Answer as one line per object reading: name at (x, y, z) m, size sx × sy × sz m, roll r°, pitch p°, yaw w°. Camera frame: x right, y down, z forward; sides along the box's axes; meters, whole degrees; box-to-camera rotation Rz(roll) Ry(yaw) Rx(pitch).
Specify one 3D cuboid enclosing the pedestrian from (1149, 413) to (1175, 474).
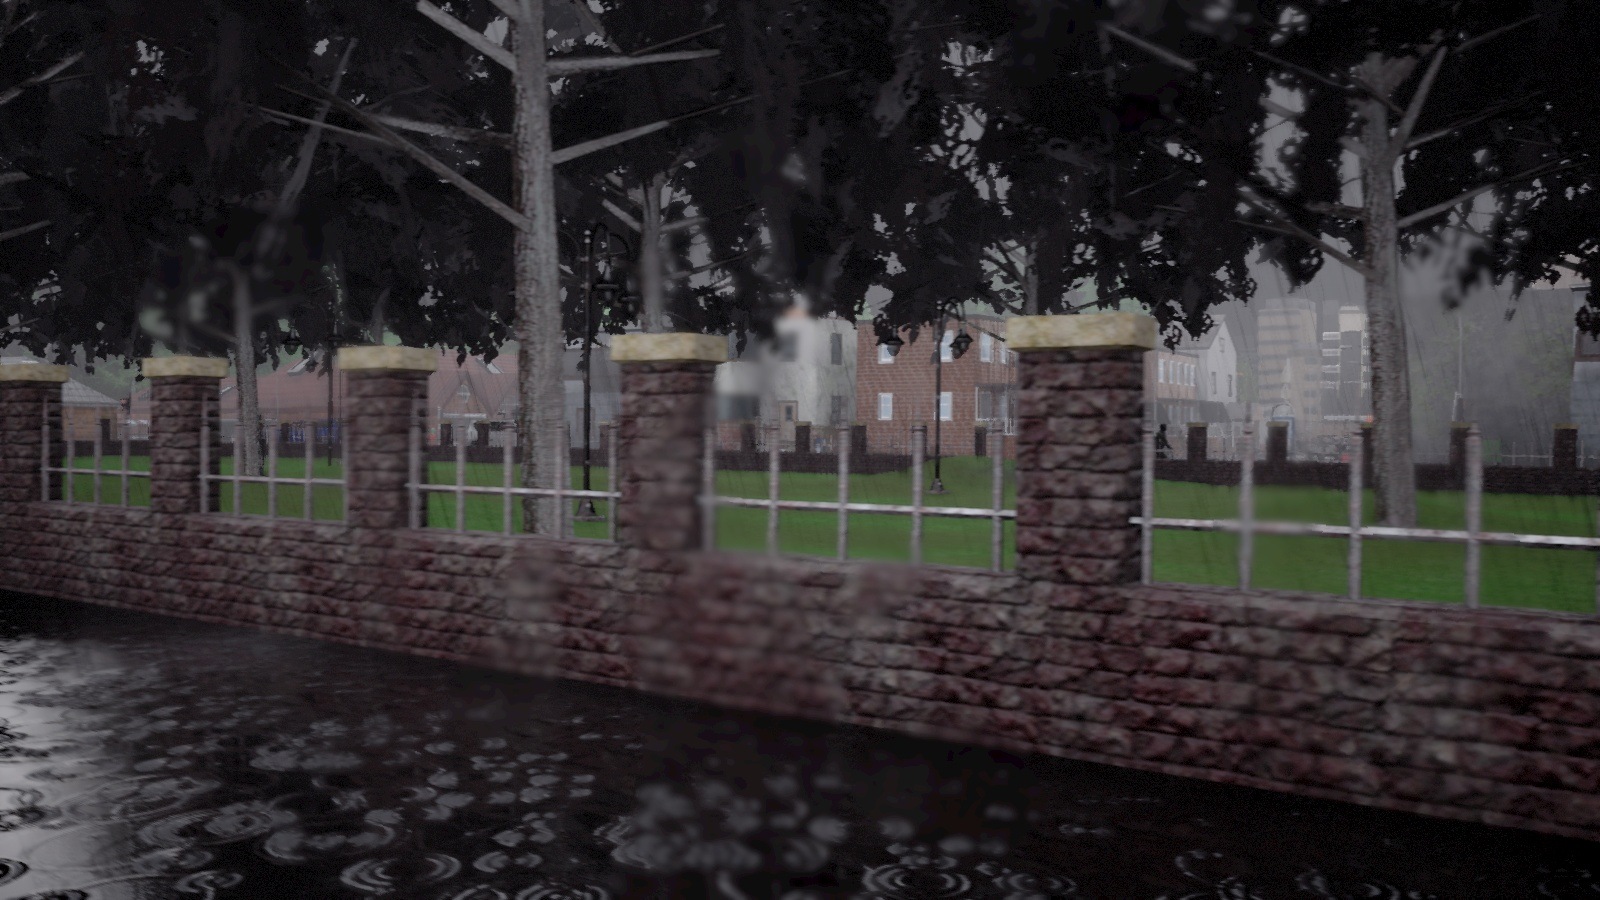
pedestrian at (11.501, -0.207, 39.864) m, size 0.692 × 1.930 × 0.395 m, roll 0°, pitch 1°, yaw 35°

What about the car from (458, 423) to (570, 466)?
car at (-14.485, -0.284, 63.417) m, size 5.566 × 2.045 × 2.150 m, roll 0°, pitch 1°, yaw 32°

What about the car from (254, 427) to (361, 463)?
car at (-29.466, -0.309, 75.221) m, size 5.566 × 2.045 × 2.150 m, roll -1°, pitch 0°, yaw 2°

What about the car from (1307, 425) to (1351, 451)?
car at (33.808, -0.771, 80.163) m, size 1.851 × 1.617 × 3.988 m, roll 0°, pitch 1°, yaw 34°
